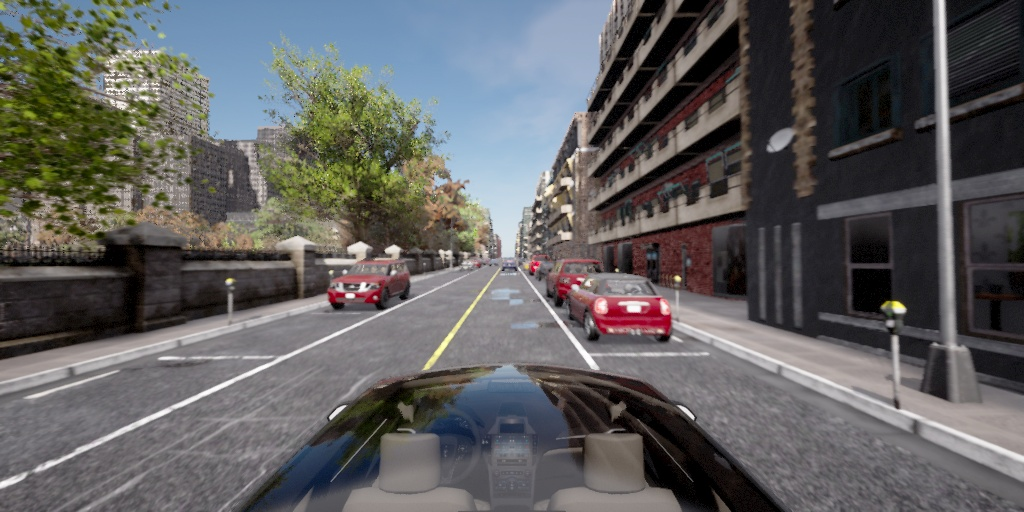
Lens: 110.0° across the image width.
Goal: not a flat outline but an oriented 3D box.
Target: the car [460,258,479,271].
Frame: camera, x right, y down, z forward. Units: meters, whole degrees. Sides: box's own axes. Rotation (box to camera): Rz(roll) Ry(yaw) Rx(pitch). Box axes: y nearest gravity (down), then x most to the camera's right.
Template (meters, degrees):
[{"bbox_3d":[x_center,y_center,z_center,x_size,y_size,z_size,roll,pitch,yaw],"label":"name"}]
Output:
[{"bbox_3d":[-6.025,1.330,48.390,2.007,1.370,4.403,0,0,0],"label":"car"}]

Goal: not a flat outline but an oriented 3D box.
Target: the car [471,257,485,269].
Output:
[{"bbox_3d":[-6.108,1.094,59.437,2.192,1.841,5.009,0,0,0],"label":"car"}]

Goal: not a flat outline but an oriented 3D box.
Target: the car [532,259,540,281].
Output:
[{"bbox_3d":[2.948,1.235,29.563,1.837,1.490,4.892,0,0,0],"label":"car"}]

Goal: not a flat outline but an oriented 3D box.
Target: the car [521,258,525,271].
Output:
[{"bbox_3d":[2.354,1.258,48.623,1.751,1.417,4.829,0,0,0],"label":"car"}]

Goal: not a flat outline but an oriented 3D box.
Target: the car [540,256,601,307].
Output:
[{"bbox_3d":[2.605,1.049,15.313,2.192,1.841,5.009,0,0,0],"label":"car"}]

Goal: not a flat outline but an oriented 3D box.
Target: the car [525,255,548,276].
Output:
[{"bbox_3d":[2.855,0.959,36.594,2.150,2.045,5.566,0,0,0],"label":"car"}]

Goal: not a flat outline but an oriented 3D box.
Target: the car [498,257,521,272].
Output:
[{"bbox_3d":[-0.317,1.142,45.525,2.033,1.411,5.357,0,0,0],"label":"car"}]

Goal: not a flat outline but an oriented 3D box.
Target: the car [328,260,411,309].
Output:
[{"bbox_3d":[-5.775,1.097,15.250,2.192,1.841,5.009,0,0,0],"label":"car"}]

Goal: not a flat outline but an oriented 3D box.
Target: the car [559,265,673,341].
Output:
[{"bbox_3d":[2.647,1.175,9.790,1.967,1.591,4.097,0,0,0],"label":"car"}]
